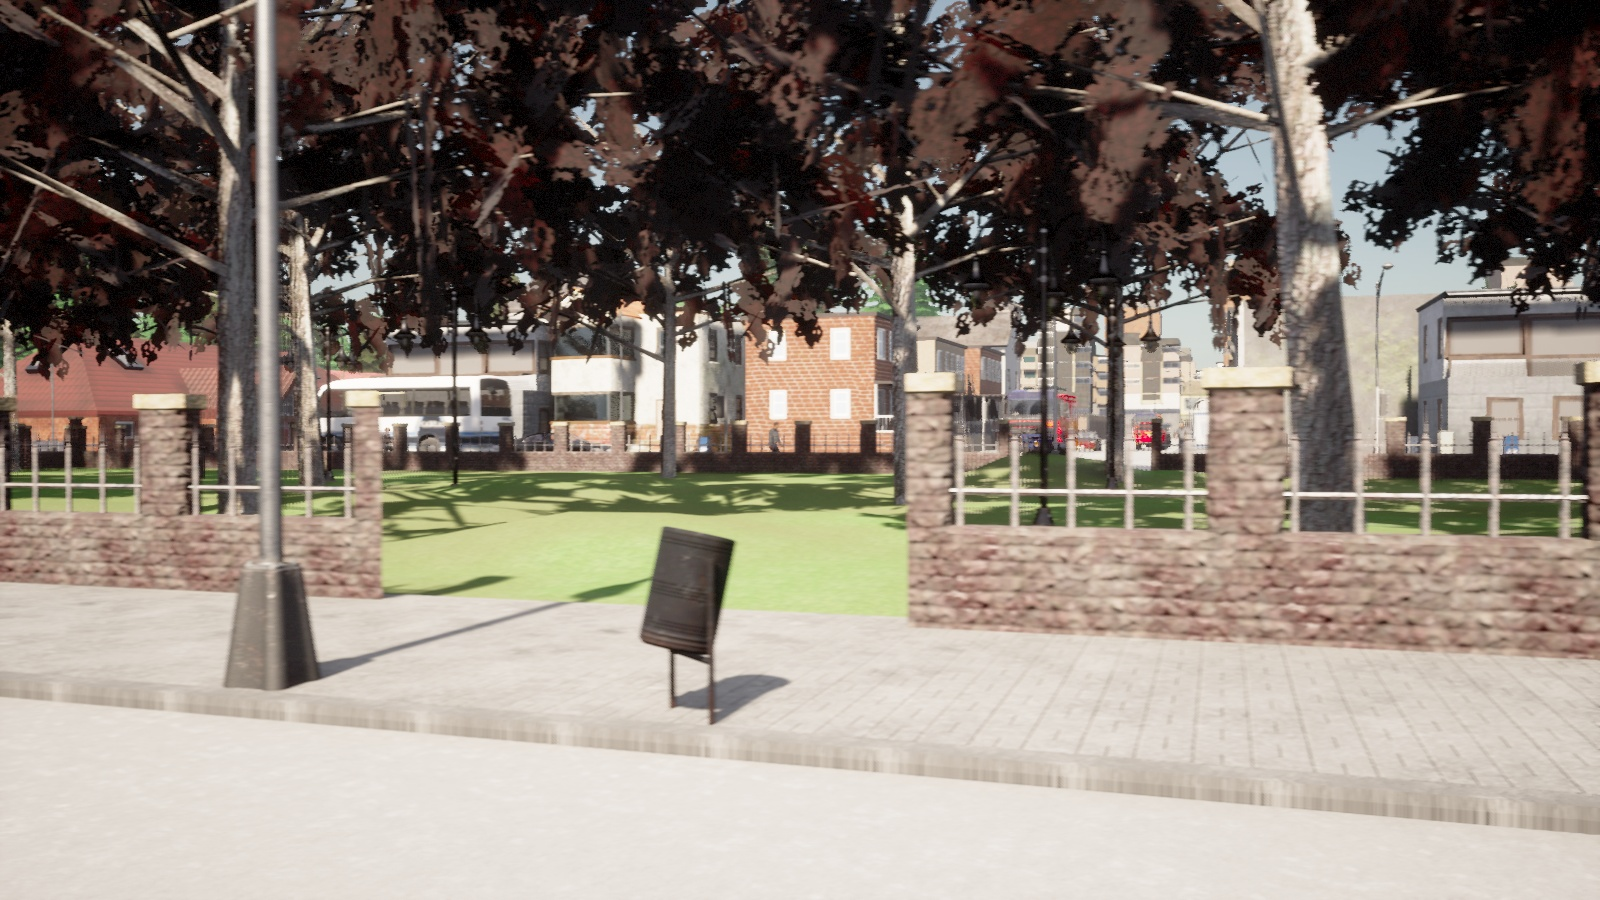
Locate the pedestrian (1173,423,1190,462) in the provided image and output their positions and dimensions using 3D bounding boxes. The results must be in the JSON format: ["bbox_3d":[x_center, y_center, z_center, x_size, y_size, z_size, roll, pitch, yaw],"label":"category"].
[{"bbox_3d":[18.532,-0.371,61.009,0.540,1.848,0.694,1,1,44],"label":"pedestrian"}]

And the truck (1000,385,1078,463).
[{"bbox_3d":[12.697,-1.349,66.092,2.891,3.827,8.468,1,1,19],"label":"truck"}]

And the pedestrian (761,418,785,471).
[{"bbox_3d":[-1.006,-0.207,46.184,0.788,1.949,0.423,1,1,19],"label":"pedestrian"}]

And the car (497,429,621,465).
[{"bbox_3d":[-10.526,-0.137,54.963,4.902,1.511,2.128,0,1,16],"label":"car"}]

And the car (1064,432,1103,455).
[{"bbox_3d":[19.509,-0.482,86.306,2.163,1.488,4.792,1,1,19],"label":"car"}]

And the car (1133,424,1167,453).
[{"bbox_3d":[25.811,-0.838,92.458,2.150,2.045,5.566,1,1,18],"label":"car"}]

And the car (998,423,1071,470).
[{"bbox_3d":[9.768,-0.184,52.646,1.905,1.878,3.866,0,1,-7],"label":"car"}]

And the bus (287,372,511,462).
[{"bbox_3d":[-19.923,-1.625,62.423,10.273,4.253,3.944,1,1,19],"label":"bus"}]
